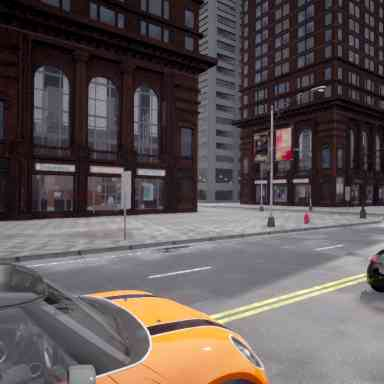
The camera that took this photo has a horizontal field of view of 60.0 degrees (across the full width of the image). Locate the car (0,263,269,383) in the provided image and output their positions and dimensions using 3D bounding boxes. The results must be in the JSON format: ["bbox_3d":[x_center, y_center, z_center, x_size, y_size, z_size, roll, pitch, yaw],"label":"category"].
[{"bbox_3d":[-1.525,1.352,2.351,4.553,1.767,2.097,0,0,-36],"label":"car"}]

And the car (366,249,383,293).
[{"bbox_3d":[5.903,1.576,7.670,4.181,1.385,1.994,0,0,-35],"label":"car"}]
